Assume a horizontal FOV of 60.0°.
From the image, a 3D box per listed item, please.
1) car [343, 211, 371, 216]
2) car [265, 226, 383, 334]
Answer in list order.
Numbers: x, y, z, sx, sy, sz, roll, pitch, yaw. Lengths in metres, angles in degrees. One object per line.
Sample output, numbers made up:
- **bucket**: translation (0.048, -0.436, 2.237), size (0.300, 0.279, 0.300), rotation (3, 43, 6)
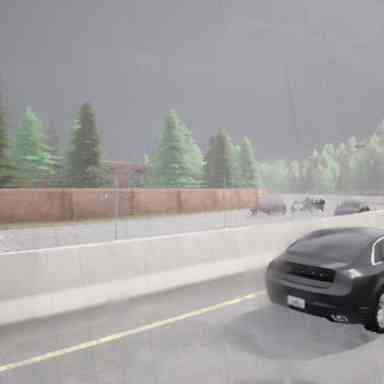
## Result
- **car**: translation (12.646, 1.417, 26.088), size (1.837, 1.490, 4.892), rotation (0, 0, 38)
- **car**: translation (3.516, 1.472, 6.796), size (4.892, 1.490, 1.837), rotation (-1, 0, -39)
